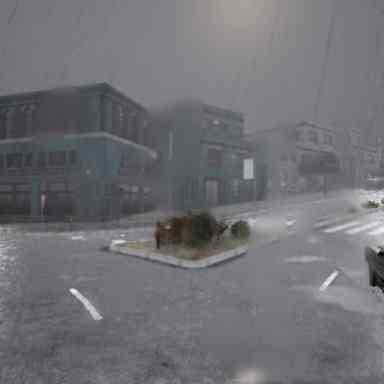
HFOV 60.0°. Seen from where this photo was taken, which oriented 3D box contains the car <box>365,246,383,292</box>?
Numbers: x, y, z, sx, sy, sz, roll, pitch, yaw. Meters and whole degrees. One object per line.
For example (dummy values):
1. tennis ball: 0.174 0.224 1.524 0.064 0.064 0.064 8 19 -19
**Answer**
1. car: 4.644 1.566 6.309 1.895 1.301 4.718 -1 -1 18
